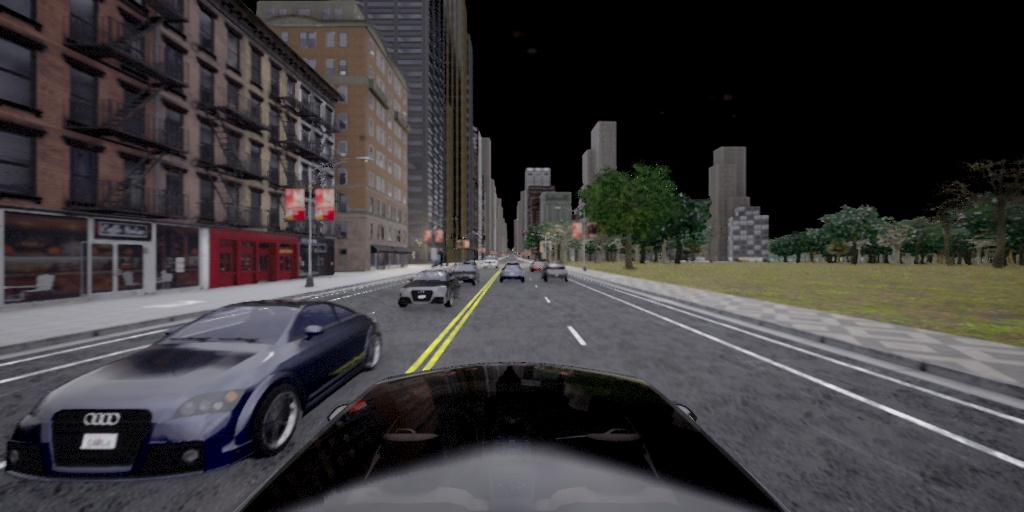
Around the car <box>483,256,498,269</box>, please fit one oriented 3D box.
[{"bbox_3d":[-3.338,0.955,56.708,2.150,2.045,5.566,0,0,1],"label":"car"}]

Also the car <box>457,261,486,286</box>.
[{"bbox_3d":[-3.296,1.295,25.915,2.033,1.411,5.357,0,0,0],"label":"car"}]

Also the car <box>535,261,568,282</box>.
[{"bbox_3d":[3.324,1.234,28.928,2.128,1.511,4.902,0,0,0],"label":"car"}]

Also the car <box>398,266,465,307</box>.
[{"bbox_3d":[-3.355,1.313,15.251,1.994,1.385,4.181,0,0,-1],"label":"car"}]

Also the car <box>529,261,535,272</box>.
[{"bbox_3d":[3.281,1.305,46.171,1.994,1.385,4.181,0,0,0],"label":"car"}]

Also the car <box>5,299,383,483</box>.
[{"bbox_3d":[-3.347,1.316,4.892,1.994,1.385,4.181,0,0,0],"label":"car"}]

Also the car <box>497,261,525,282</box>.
[{"bbox_3d":[0.011,1.309,29.053,1.994,1.385,4.181,0,0,0],"label":"car"}]
